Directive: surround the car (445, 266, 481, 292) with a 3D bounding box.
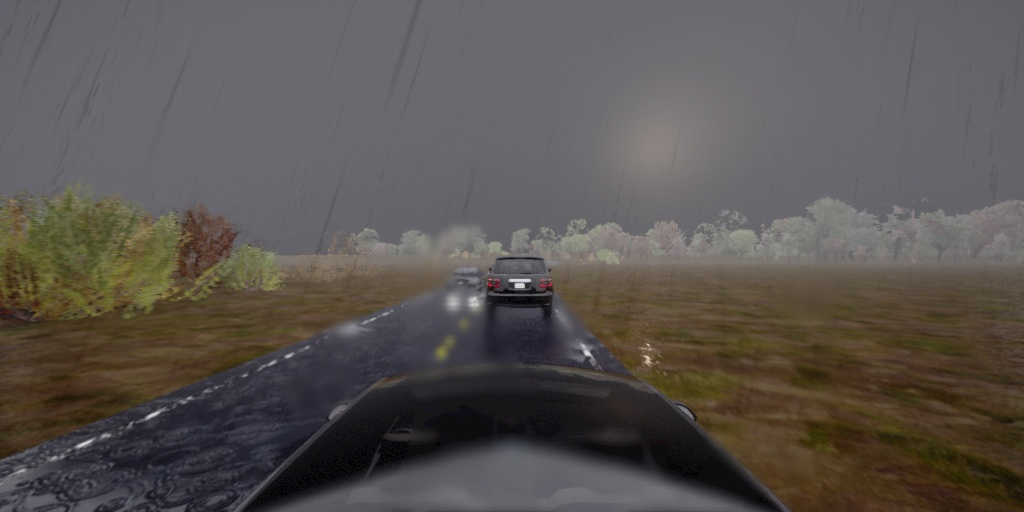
[{"bbox_3d":[-2.575,1.311,21.196,1.994,1.385,4.181,0,0,3],"label":"car"}]

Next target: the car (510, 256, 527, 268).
[{"bbox_3d":[1.143,0.970,60.482,2.150,2.045,5.566,0,0,9],"label":"car"}]

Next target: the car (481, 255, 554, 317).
[{"bbox_3d":[0.307,0.972,13.272,2.150,2.045,5.566,0,0,2],"label":"car"}]
